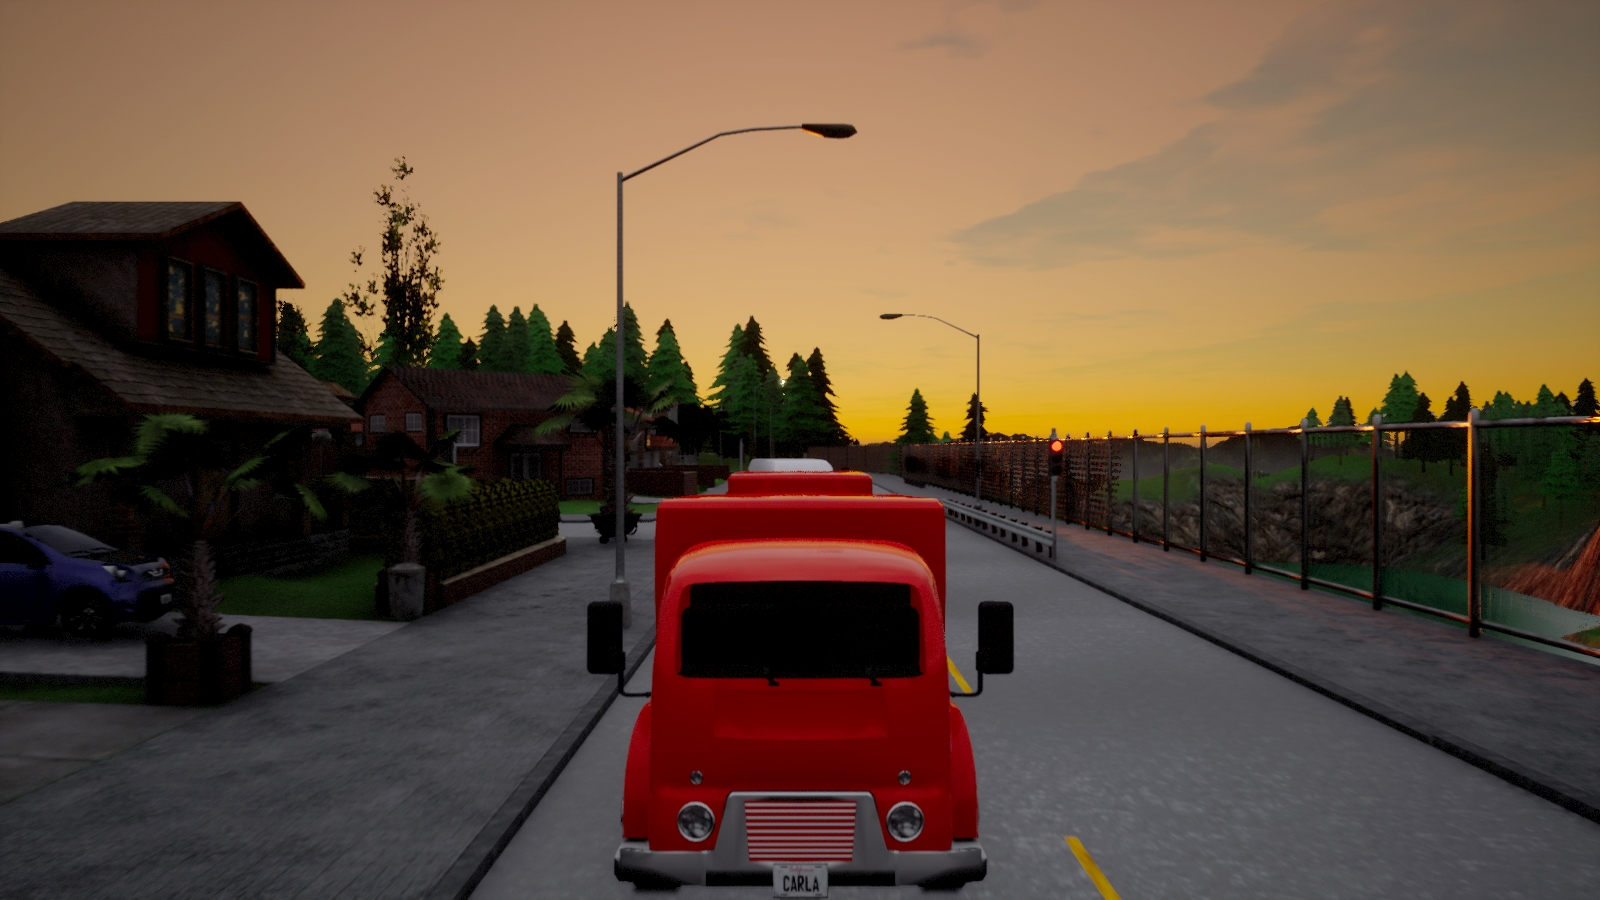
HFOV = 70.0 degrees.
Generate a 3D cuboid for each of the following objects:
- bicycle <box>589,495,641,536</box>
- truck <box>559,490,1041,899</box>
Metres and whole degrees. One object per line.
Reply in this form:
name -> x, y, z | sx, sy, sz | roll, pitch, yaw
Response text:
bicycle -> -6.030, 2.147, 37.367 | 1.487, 1.276, 0.859 | 0, 0, 8
truck -> 0.000, 1.582, 8.835 | 2.627, 2.467, 5.204 | 0, -1, 0
